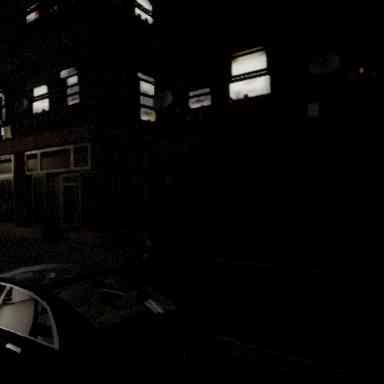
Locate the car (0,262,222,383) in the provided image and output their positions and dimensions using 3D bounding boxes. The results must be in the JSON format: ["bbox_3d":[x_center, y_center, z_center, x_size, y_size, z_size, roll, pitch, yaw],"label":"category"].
[{"bbox_3d":[-1.777,1.523,3.929,4.403,1.369,2.008,0,-1,34],"label":"car"}]
